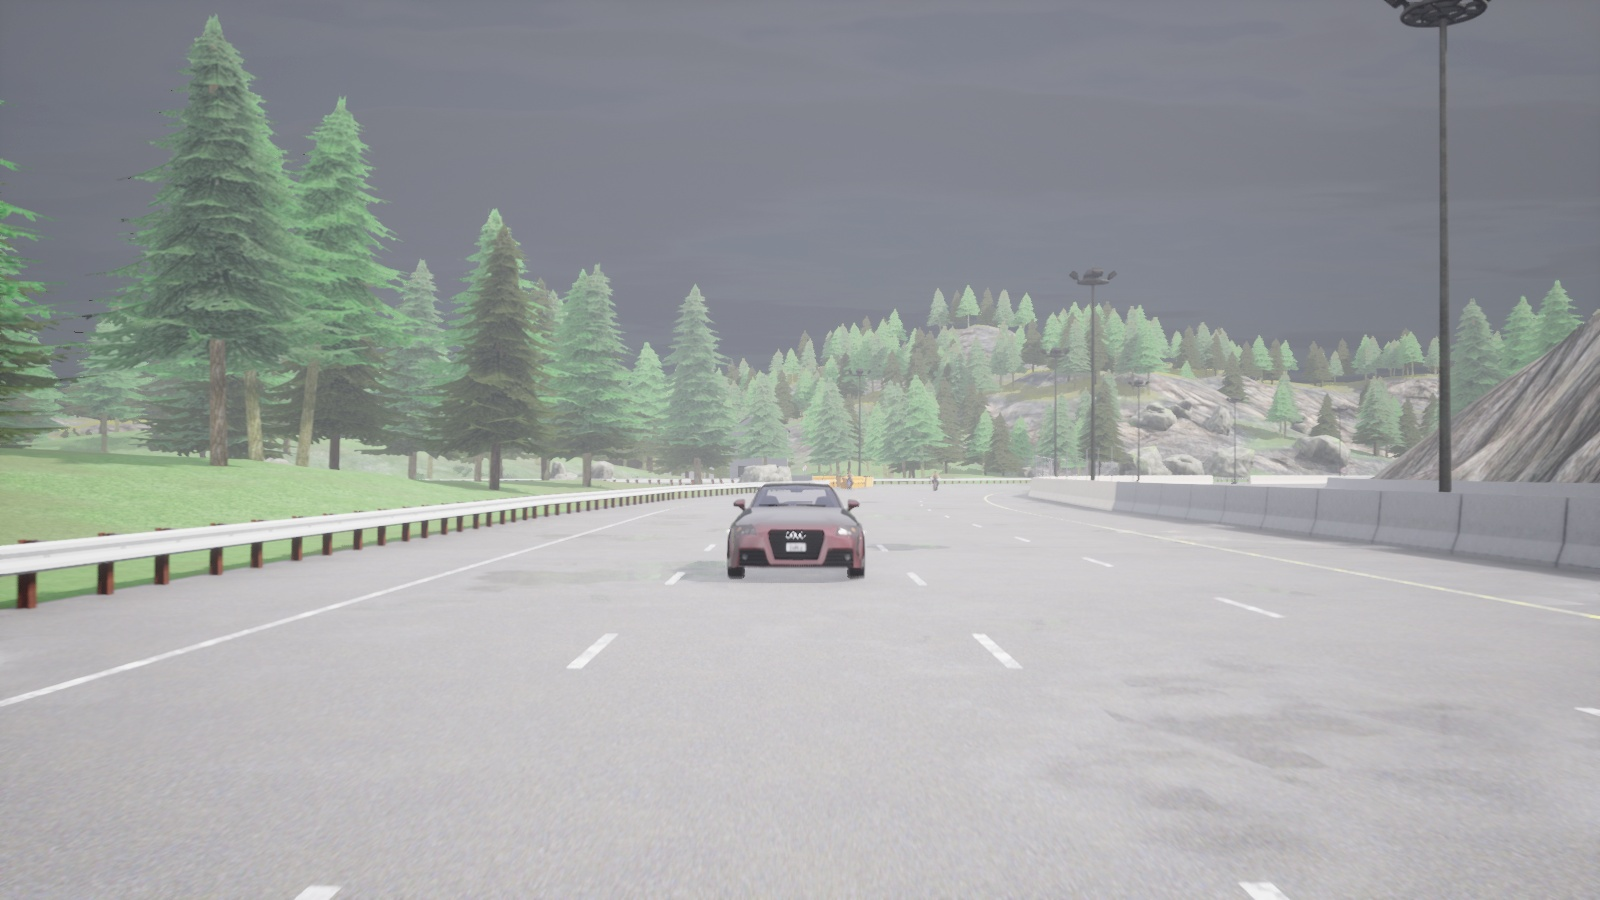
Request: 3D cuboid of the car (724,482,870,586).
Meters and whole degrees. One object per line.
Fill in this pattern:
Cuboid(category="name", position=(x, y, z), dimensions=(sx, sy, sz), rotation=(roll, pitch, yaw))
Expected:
Cuboid(category="car", position=(-0.047, 1.202, 19.318), dimensions=(1.994, 1.385, 4.181), rotation=(0, -1, 0))
